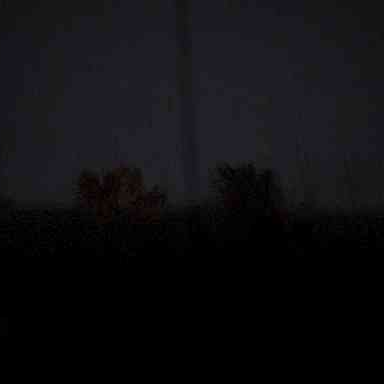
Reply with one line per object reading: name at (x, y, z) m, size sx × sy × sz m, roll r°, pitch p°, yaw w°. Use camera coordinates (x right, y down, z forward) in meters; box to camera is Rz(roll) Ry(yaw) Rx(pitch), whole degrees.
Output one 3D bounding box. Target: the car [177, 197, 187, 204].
car at (-2.038, 1.797, 73.947) m, size 2.128 × 1.511 × 4.902 m, roll -1°, pitch -1°, yaw 36°
